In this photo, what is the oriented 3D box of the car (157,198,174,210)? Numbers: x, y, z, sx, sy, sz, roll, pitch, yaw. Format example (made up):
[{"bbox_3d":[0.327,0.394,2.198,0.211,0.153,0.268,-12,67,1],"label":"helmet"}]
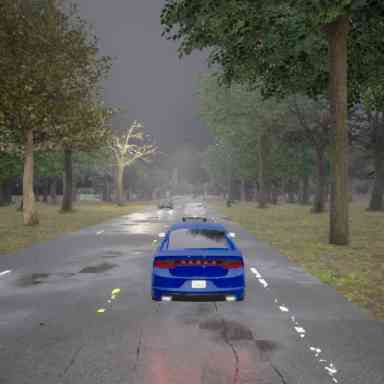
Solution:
[{"bbox_3d":[-3.440,1.630,44.259,1.837,1.490,4.892,0,0,0],"label":"car"}]

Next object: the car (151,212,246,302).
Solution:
[{"bbox_3d":[0.129,1.485,8.366,1.882,1.535,5.008,0,0,0],"label":"car"}]

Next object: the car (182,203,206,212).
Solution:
[{"bbox_3d":[0.187,1.580,26.879,1.812,1.442,4.674,0,0,0],"label":"car"}]
